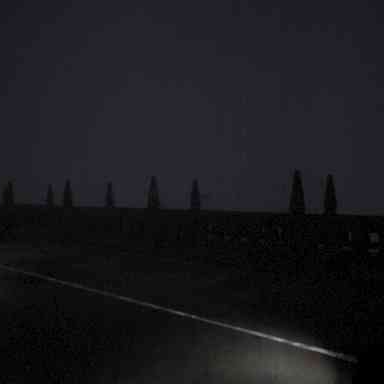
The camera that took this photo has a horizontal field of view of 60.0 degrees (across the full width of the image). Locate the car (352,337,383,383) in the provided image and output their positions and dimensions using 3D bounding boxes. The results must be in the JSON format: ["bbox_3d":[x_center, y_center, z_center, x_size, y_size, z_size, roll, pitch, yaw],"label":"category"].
[{"bbox_3d":[3.422,1.501,1.601,4.892,1.490,1.837,0,0,35],"label":"car"}]
